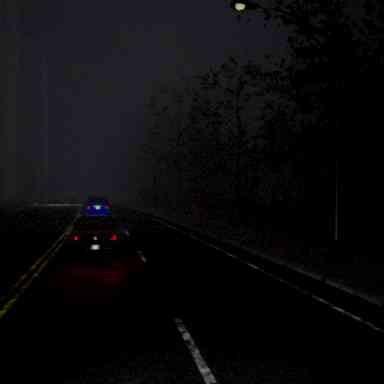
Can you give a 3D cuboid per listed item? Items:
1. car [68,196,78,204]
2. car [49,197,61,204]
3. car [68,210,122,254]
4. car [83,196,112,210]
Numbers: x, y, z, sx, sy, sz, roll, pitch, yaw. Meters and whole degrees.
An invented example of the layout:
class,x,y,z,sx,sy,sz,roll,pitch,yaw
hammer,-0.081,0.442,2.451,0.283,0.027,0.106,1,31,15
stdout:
class,x,y,z,sx,sy,sz,roll,pitch,yaw
car,-24.051,1.681,67.091,1.837,1.490,4.892,1,0,-18
car,-27.139,1.690,66.077,1.994,1.385,4.181,1,0,-18
car,-3.963,1.655,13.855,1.895,1.301,4.718,1,0,-15
car,-8.043,1.323,28.243,2.150,2.045,5.566,1,0,-17
